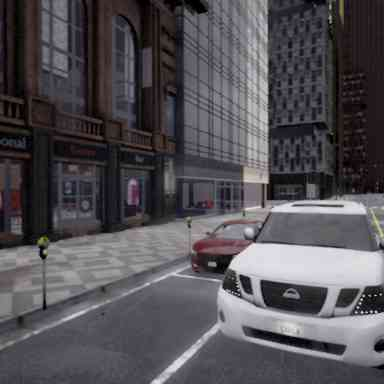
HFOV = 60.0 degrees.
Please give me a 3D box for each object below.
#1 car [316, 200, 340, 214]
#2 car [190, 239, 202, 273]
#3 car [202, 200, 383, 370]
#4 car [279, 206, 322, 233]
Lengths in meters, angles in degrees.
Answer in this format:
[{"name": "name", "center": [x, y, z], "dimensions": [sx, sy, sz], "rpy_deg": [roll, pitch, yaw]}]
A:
[{"name": "car", "center": [14.487, 1.523, 35.303], "dimensions": [1.947, 1.339, 4.313], "rpy_deg": [0, 0, 27]}, {"name": "car", "center": [1.523, 1.540, 10.208], "dimensions": [1.887, 1.381, 4.507], "rpy_deg": [0, 0, 27]}, {"name": "car", "center": [2.392, 1.218, 6.282], "dimensions": [2.150, 2.045, 5.566], "rpy_deg": [0, 0, 27]}, {"name": "car", "center": [6.709, 1.566, 20.245], "dimensions": [1.802, 1.307, 4.206], "rpy_deg": [0, 0, 27]}]
